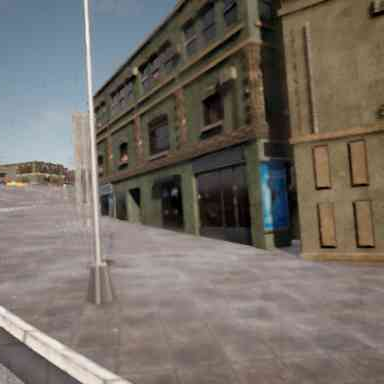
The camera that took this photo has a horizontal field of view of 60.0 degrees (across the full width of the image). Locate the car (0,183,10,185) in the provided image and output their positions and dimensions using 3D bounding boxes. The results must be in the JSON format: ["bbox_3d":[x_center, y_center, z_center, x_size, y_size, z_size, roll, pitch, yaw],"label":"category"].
[{"bbox_3d":[-45.550,-1.846,76.960,2.002,1.452,4.674,-5,-3,28],"label":"car"}]

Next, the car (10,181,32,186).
[{"bbox_3d":[-43.043,-1.789,81.910,2.097,1.535,5.008,-5,-3,27],"label":"car"}]
